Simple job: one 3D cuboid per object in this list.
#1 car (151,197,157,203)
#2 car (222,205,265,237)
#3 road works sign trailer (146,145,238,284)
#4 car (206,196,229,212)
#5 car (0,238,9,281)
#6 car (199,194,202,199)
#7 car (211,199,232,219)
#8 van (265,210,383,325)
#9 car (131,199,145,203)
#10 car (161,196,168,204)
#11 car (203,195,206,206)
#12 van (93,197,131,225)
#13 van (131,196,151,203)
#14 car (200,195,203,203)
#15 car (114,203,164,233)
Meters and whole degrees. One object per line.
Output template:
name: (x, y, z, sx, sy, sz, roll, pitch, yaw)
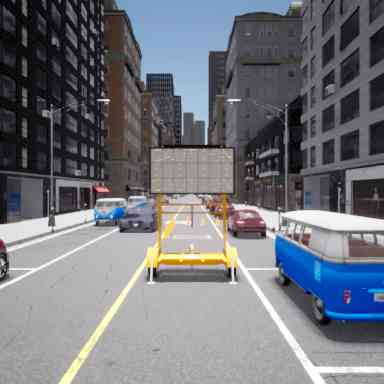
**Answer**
car: (-5.652, 1.565, 39.847, 1.947, 1.339, 4.313, 0, 0, 0)
car: (2.864, 1.580, 17.838, 1.802, 1.307, 4.206, 0, 0, 0)
road works sign trailer: (0.005, 0.463, 9.514, 2.380, 3.560, 2.880, 0, 0, 0)
car: (2.871, 1.314, 34.341, 2.192, 1.841, 5.009, 0, 0, 0)
car: (-5.666, 1.439, 6.839, 1.967, 1.590, 4.097, 0, 0, 0)
car: (2.885, 1.574, 67.350, 1.947, 1.339, 4.313, 0, 0, 0)
car: (2.869, 1.580, 28.840, 1.802, 1.307, 4.206, 0, 0, 0)
van: (2.859, 1.340, 6.835, 1.690, 1.788, 3.998, 0, 0, 0)
car: (-5.657, 1.549, 28.844, 2.008, 1.369, 4.403, 0, 0, 0)
car: (-5.645, 1.569, 56.351, 1.947, 1.339, 4.313, 0, 0, 0)
car: (2.876, 1.441, 45.344, 1.967, 1.590, 4.097, 0, 0, 0)
van: (-5.659, 1.339, 23.344, 1.690, 1.788, 3.998, 0, 0, 0)
van: (-5.655, 1.339, 34.345, 1.690, 1.788, 3.998, 0, 0, 0)
car: (2.880, 1.555, 56.347, 2.008, 1.369, 4.403, 0, 0, 0)
car: (-2.991, 1.562, 19.686, 1.994, 1.385, 4.181, 0, 0, 0)
